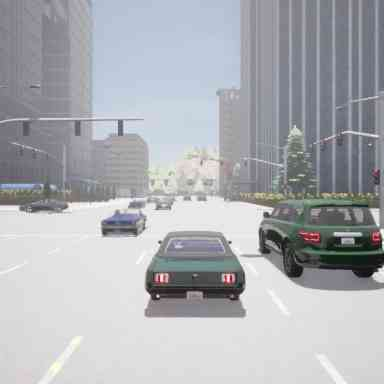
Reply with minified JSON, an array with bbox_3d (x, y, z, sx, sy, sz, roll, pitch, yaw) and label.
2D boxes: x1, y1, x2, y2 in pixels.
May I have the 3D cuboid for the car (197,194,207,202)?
[{"bbox_3d":[2.373,1.348,78.765,2.097,1.767,4.553,0,0,-1],"label":"car"}]

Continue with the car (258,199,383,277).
[{"bbox_3d":[3.585,1.221,10.330,2.150,2.045,5.566,0,0,0],"label":"car"}]

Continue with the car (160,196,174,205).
[{"bbox_3d":[-4.425,1.490,59.502,2.128,1.511,4.902,0,0,-1],"label":"car"}]

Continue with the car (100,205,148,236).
[{"bbox_3d":[-3.661,1.601,18.494,1.895,1.301,4.718,0,0,-1],"label":"car"}]

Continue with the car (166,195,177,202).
[{"bbox_3d":[-4.574,1.524,75.039,2.128,1.511,4.902,0,0,-1],"label":"car"}]

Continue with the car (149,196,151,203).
[{"bbox_3d":[-7.983,1.492,67.855,2.128,1.511,4.902,0,0,-1],"label":"car"}]

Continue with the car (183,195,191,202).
[{"bbox_3d":[-1.122,1.500,78.496,1.837,1.490,4.892,0,0,-1],"label":"car"}]

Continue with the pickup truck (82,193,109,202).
[{"bbox_3d":[-21.173,1.058,73.355,2.390,2.098,6.274,0,0,30],"label":"pickup truck"}]

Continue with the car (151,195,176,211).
[{"bbox_3d":[-3.661,1.492,41.434,2.128,1.511,4.902,0,0,-9],"label":"car"}]

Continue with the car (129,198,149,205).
[{"bbox_3d":[-7.779,1.601,47.732,1.895,1.301,4.718,0,0,-1],"label":"car"}]

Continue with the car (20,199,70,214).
[{"bbox_3d":[-15.614,1.491,35.428,4.902,1.511,2.128,0,0,-9],"label":"car"}]

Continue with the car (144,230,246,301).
[{"bbox_3d":[0.074,1.601,8.301,1.895,1.301,4.718,0,0,0],"label":"car"}]

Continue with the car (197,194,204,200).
[{"bbox_3d":[2.227,1.386,89.046,1.882,1.535,5.008,0,0,-1],"label":"car"}]
